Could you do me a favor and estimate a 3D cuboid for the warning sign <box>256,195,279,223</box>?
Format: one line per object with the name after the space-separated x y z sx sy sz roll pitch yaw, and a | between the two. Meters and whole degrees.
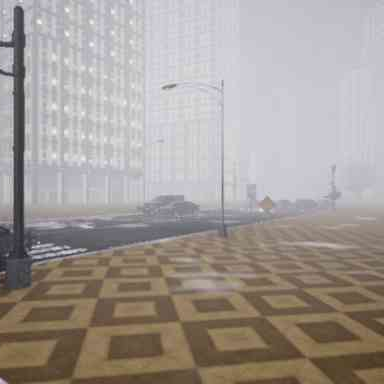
5.426 1.194 23.942 1.300 1.860 1.060 1 0 34 | warning sign

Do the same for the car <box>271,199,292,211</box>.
12.460 1.726 45.300 1.812 1.442 4.674 0 0 34 | car

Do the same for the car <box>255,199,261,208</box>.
11.651 1.780 50.164 1.994 1.385 4.181 0 0 33 | car

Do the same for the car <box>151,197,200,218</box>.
-1.191 1.555 31.030 1.882 1.535 5.008 0 0 34 | car

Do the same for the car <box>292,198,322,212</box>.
14.962 1.680 43.191 1.882 1.535 5.008 0 0 33 | car

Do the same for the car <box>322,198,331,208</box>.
20.488 1.750 52.063 2.128 1.511 4.902 0 0 31 | car

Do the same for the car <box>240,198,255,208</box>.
9.275 1.741 52.468 1.812 1.442 4.674 0 0 32 | car

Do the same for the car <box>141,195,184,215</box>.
-2.775 1.305 34.473 2.150 2.045 5.566 0 0 34 | car

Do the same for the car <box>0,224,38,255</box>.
-6.984 1.499 10.097 2.033 1.411 5.357 0 0 7 | car

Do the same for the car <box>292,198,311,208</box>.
17.708 1.758 53.746 1.837 1.490 4.892 0 0 31 | car
